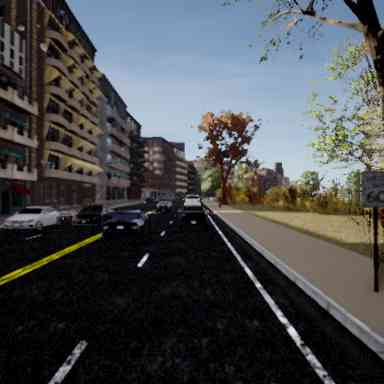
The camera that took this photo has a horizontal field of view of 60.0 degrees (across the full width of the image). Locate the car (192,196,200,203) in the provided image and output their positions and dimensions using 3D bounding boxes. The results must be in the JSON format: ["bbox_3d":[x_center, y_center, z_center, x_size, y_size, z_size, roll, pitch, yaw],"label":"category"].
[{"bbox_3d":[0.984,1.814,83.914,1.801,1.575,5.366,0,0,1],"label":"car"}]

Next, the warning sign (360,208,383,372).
[{"bbox_3d":[2.841,1.131,3.788,1.300,1.860,1.060,-1,-1,0],"label":"warning sign"}]

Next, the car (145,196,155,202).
[{"bbox_3d":[-9.761,1.685,76.987,1.994,1.385,4.181,0,0,0],"label":"car"}]

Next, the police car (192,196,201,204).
[{"bbox_3d":[0.965,1.737,73.890,1.930,1.638,5.238,0,0,0],"label":"police car"}]

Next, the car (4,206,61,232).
[{"bbox_3d":[-9.847,1.610,21.006,1.812,1.442,4.674,0,0,0],"label":"car"}]

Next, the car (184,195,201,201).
[{"bbox_3d":[0.081,1.403,45.183,2.150,2.045,5.566,0,-1,0],"label":"car"}]

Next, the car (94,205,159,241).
[{"bbox_3d":[-3.153,1.616,17.144,2.033,1.411,5.357,0,0,0],"label":"car"}]

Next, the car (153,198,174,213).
[{"bbox_3d":[-3.198,1.763,39.968,1.895,1.301,4.718,0,0,0],"label":"car"}]

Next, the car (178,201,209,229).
[{"bbox_3d":[0.098,1.595,22.487,1.837,1.490,4.892,0,0,0],"label":"car"}]

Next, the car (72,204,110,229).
[{"bbox_3d":[-6.596,1.596,22.674,1.837,1.490,4.892,0,0,0],"label":"car"}]

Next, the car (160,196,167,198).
[{"bbox_3d":[-6.511,1.672,76.988,2.033,1.411,5.357,0,0,0],"label":"car"}]
